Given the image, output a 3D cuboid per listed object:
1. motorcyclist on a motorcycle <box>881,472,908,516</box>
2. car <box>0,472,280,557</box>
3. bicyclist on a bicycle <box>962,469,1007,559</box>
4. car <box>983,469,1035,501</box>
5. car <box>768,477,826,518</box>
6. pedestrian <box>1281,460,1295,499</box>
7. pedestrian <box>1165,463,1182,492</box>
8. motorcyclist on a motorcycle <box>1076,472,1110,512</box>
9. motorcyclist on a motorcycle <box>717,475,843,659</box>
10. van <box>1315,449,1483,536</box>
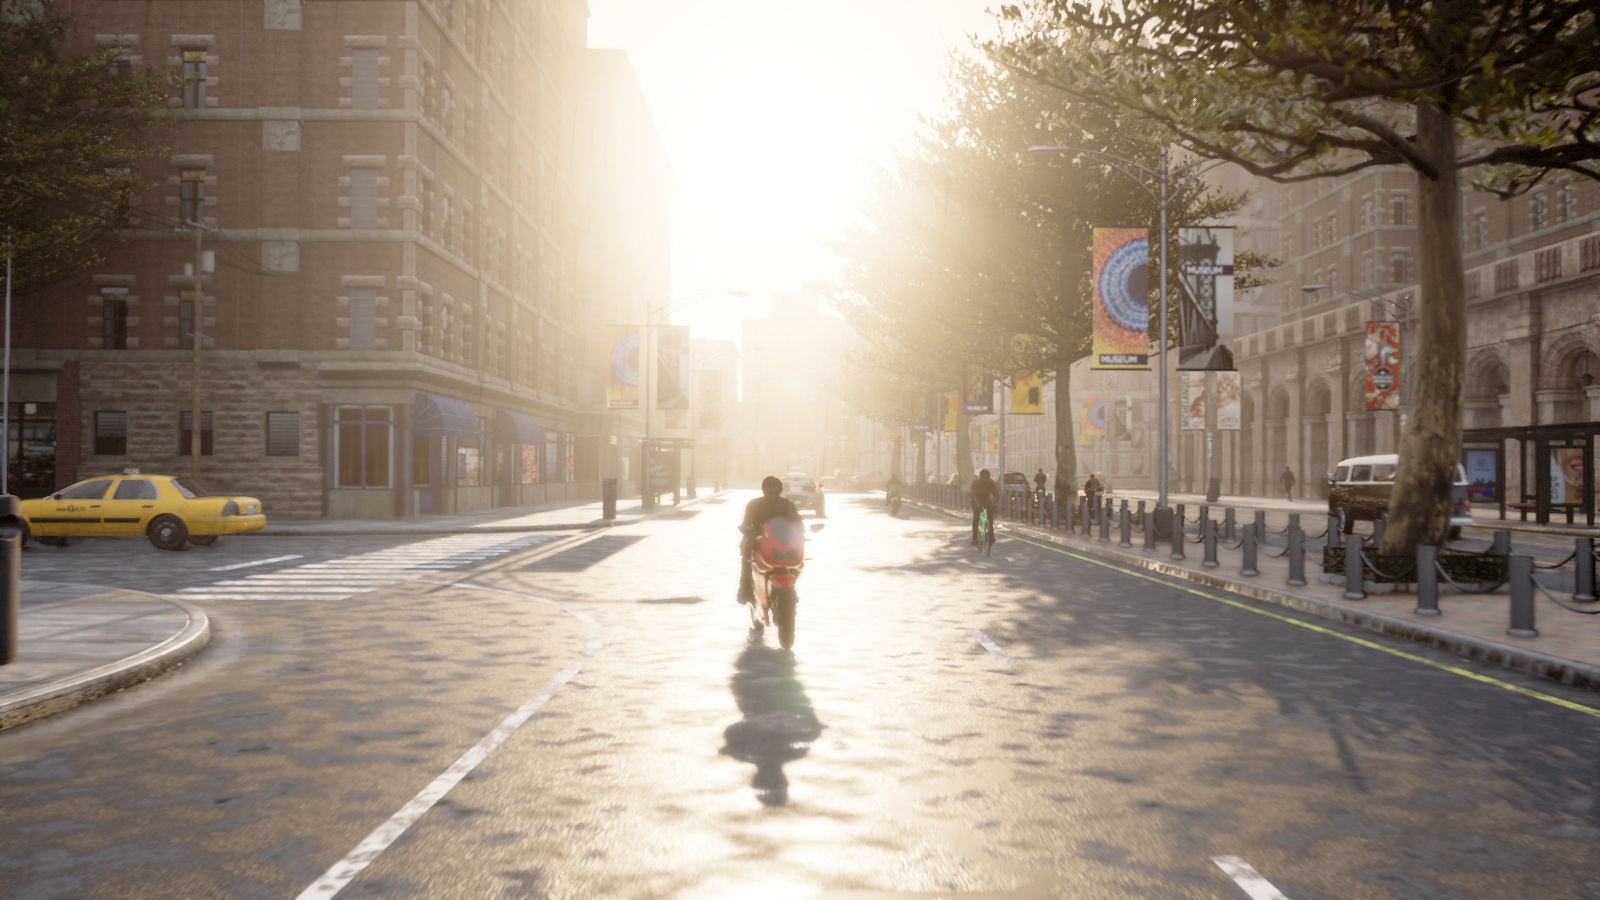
[{"bbox_3d":[3.391,1.567,45.048,0.797,1.523,2.044,0,-1,0],"label":"motorcyclist on a motorcycle"},{"bbox_3d":[-13.280,1.237,24.683,5.366,1.575,1.801,0,-1,-4],"label":"car"},{"bbox_3d":[3.443,1.163,23.482,0.582,1.620,1.656,0,-1,0],"label":"bicyclist on a bicycle"},{"bbox_3d":[11.329,1.890,68.447,2.033,1.649,4.856,0,-1,0],"label":"car"},{"bbox_3d":[-0.109,1.660,44.887,1.994,1.385,4.181,0,-1,0],"label":"car"},{"bbox_3d":[24.075,1.452,61.938,0.423,1.949,0.788,0,-1,8],"label":"pedestrian"},{"bbox_3d":[24.814,1.823,83.459,0.874,1.855,0.900,0,-1,0],"label":"pedestrian"},{"bbox_3d":[11.381,1.601,48.846,0.797,1.523,2.044,0,-1,0],"label":"motorcyclist on a motorcycle"},{"bbox_3d":[-0.233,1.000,11.590,0.797,1.523,2.044,-1,-1,-11],"label":"motorcyclist on a motorcycle"},{"bbox_3d":[14.922,1.029,31.611,2.069,2.038,4.480,0,-1,0],"label":"van"}]
